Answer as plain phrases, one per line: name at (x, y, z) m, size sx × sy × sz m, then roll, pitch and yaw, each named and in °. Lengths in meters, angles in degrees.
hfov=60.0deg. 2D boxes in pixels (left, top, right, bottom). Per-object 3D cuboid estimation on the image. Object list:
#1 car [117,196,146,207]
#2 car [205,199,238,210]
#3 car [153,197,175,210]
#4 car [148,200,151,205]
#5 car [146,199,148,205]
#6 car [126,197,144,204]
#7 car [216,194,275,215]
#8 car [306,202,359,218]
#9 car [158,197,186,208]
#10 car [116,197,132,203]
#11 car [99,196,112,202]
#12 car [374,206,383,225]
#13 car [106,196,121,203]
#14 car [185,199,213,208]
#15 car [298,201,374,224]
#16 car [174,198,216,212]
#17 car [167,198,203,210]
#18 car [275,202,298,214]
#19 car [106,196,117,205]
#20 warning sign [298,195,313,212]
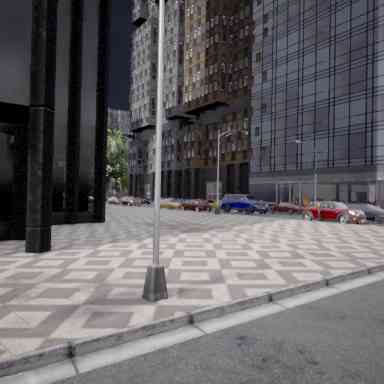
car at (-9.174, 1.391, 50.011) m, size 1.967 × 1.590 × 4.097 m, roll 2°, pitch -1°, yaw -35°
car at (4.037, 1.696, 46.146) m, size 1.752 × 1.417 × 4.829 m, roll 2°, pitch -1°, yaw -35°
car at (-2.711, 1.471, 40.930) m, size 1.752 × 1.417 × 4.829 m, roll 2°, pitch -1°, yaw -35°
car at (-5.412, 1.728, 59.416) m, size 2.008 × 1.369 × 4.403 m, roll 2°, pitch -1°, yaw -35°
car at (-9.299, 1.705, 60.112) m, size 1.895 × 1.301 × 4.718 m, roll 2°, pitch -1°, yaw -35°
car at (-11.778, 1.743, 68.355) m, size 1.947 × 1.339 × 4.313 m, roll 2°, pitch -1°, yaw -35°
car at (5.369, 1.233, 34.192) m, size 2.150 × 2.045 × 5.566 m, roll 2°, pitch -1°, yaw -35°
car at (13.683, 1.727, 32.598) m, size 1.947 × 1.339 × 4.313 m, roll 2°, pitch -1°, yaw -35°
car at (-3.212, 1.595, 51.639) m, size 2.128 × 1.511 × 4.902 m, roll 2°, pitch -1°, yaw -35°
car at (-14.960, 1.743, 72.824) m, size 1.947 × 1.339 × 4.313 m, roll 2°, pitch -1°, yaw -35°
car at (-21.325, 1.758, 81.763) m, size 1.802 × 1.307 × 4.206 m, roll 2°, pitch -1°, yaw -35°
car at (12.481, 1.554, 24.445) m, size 2.033 × 1.411 × 5.357 m, roll 2°, pitch -1°, yaw -39°
car at (-18.240, 1.702, 77.433) m, size 1.752 × 1.417 × 4.829 m, roll 2°, pitch -1°, yaw -35°
car at (0.953, 1.725, 50.476) m, size 2.008 × 1.369 × 4.403 m, roll 2°, pitch -1°, yaw -35°
car at (9.906, 1.372, 23.215) m, size 1.967 × 1.590 × 4.097 m, roll 2°, pitch -1°, yaw -36°
car at (0.373, 1.487, 36.598) m, size 1.887 × 1.381 × 4.507 m, roll 2°, pitch -1°, yaw -35°
car at (-1.015, 1.564, 43.158) m, size 2.033 × 1.411 × 5.357 m, roll 2°, pitch -1°, yaw -35°
car at (10.500, 1.746, 37.067) m, size 1.802 × 1.307 × 4.206 m, roll 2°, pitch -1°, yaw -35°
car at (-12.360, 1.534, 54.479) m, size 1.802 × 1.307 × 4.206 m, roll 2°, pitch -1°, yaw -35°
warning sign at (12.857, 1.340, 37.752) m, size 1.300 × 1.860 × 1.060 m, roll 2°, pitch -1°, yaw -35°
